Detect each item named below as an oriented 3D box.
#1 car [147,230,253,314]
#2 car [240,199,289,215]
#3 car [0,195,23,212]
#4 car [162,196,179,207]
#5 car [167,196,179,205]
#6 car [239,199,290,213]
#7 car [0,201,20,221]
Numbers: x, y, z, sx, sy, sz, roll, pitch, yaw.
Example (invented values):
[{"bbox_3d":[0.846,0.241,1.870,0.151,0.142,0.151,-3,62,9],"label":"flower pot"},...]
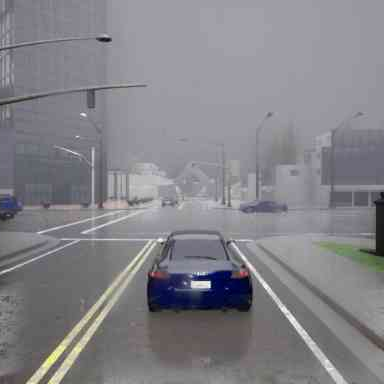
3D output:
[{"bbox_3d":[0.093,1.564,7.727,1.994,1.385,4.181,0,0,-2],"label":"car"},{"bbox_3d":[7.210,1.525,33.510,4.674,1.442,1.812,0,0,0],"label":"car"},{"bbox_3d":[-19.952,1.371,33.321,5.566,2.045,2.150,-1,0,0],"label":"car"},{"bbox_3d":[-3.553,1.491,51.205,2.128,1.511,4.902,0,0,0],"label":"car"},{"bbox_3d":[-3.500,1.505,61.605,1.837,1.490,4.892,0,0,1],"label":"car"},{"bbox_3d":[8.076,1.548,37.322,5.357,1.411,2.033,0,0,6],"label":"car"},{"bbox_3d":[-16.378,1.672,26.147,4.181,1.385,1.994,-1,0,0],"label":"car"}]
